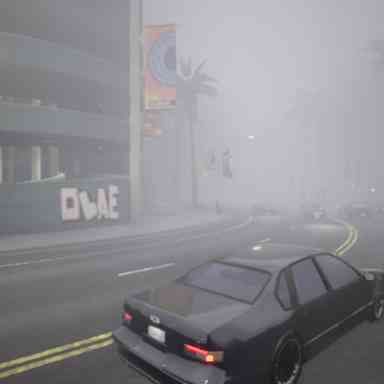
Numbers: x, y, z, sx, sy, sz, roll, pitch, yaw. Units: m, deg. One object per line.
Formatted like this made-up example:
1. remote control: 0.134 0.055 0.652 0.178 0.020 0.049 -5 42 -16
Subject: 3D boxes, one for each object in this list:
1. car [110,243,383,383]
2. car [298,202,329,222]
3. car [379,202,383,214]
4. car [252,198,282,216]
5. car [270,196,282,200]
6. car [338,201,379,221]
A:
1. car: 1.442 1.563 5.282 5.357 1.411 2.033 0 0 -43
2. car: 9.841 1.557 27.263 2.128 1.511 4.902 0 0 11
3. car: 17.845 1.603 33.139 2.033 1.411 5.357 0 0 4
4. car: 7.311 1.647 33.892 2.033 1.411 5.357 0 0 2
5. car: 16.630 1.670 67.581 2.231 1.521 4.892 0 0 -9
6. car: 13.707 1.578 27.965 1.812 1.442 4.674 0 0 11
